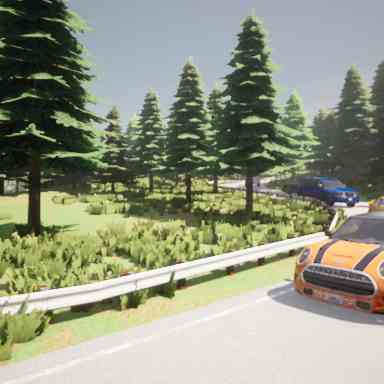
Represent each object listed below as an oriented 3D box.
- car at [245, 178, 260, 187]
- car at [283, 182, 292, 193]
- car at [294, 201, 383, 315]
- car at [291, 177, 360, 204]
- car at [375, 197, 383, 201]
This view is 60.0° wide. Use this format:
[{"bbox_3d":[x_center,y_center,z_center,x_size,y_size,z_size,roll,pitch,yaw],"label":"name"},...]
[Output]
[{"bbox_3d":[9.210,-1.892,50.687,2.150,2.045,5.566,1,4,9],"label":"car"},{"bbox_3d":[11.684,-0.525,33.830,2.150,2.045,5.566,1,5,-24],"label":"car"},{"bbox_3d":[4.239,1.276,7.459,4.553,1.767,2.097,-2,1,-41],"label":"car"},{"bbox_3d":[10.502,-0.054,26.148,2.150,2.045,5.566,1,5,-15],"label":"car"},{"bbox_3d":[9.848,0.983,15.808,1.882,1.535,5.008,0,4,16],"label":"car"}]
